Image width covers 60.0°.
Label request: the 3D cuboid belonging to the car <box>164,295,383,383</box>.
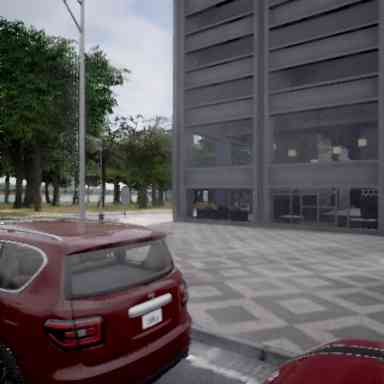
[{"bbox_3d":[2.095,1.441,1.467,4.097,1.590,1.967,0,0,36],"label":"car"}]

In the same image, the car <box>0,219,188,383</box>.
[{"bbox_3d":[-2.332,1.309,4.625,5.009,1.841,2.192,0,0,36],"label":"car"}]
